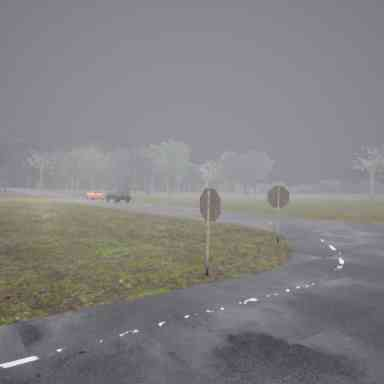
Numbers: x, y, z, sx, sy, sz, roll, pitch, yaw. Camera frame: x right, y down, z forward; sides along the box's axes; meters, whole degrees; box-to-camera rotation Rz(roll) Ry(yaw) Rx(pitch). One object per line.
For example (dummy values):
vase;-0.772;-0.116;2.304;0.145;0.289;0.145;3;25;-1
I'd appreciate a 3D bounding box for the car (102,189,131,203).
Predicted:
car;-11.394;0.580;51.101;2.150;2.045;5.566;2;0;-35

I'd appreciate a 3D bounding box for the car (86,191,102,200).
car;-17.382;0.511;59.553;2.097;1.767;4.553;2;0;-35
